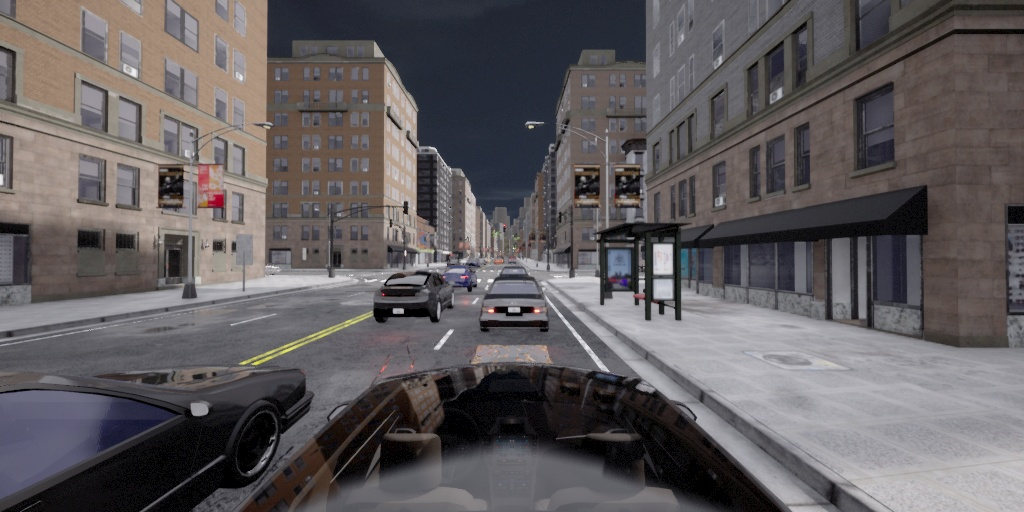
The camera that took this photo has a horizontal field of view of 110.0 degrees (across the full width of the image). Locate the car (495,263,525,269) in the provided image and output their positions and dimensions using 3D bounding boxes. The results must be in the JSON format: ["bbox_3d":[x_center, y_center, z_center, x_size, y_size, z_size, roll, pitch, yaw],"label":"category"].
[{"bbox_3d":[0.104,1.304,20.897,2.033,1.411,5.357,0,0,0],"label":"car"}]

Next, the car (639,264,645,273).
[{"bbox_3d":[17.591,1.384,43.937,4.902,1.511,2.128,0,-1,0],"label":"car"}]

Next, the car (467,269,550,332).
[{"bbox_3d":[0.087,1.300,10.840,2.033,1.411,5.357,0,0,1],"label":"car"}]

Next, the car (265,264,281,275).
[{"bbox_3d":[-24.456,1.148,33.883,4.674,1.442,1.812,0,-1,0],"label":"car"}]

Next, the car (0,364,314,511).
[{"bbox_3d":[-3.151,1.297,1.537,2.033,1.411,5.357,0,0,0],"label":"car"}]

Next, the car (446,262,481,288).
[{"bbox_3d":[-3.139,1.282,21.220,1.812,1.442,4.674,0,0,0],"label":"car"}]

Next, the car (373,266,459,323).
[{"bbox_3d":[-3.131,1.258,12.181,1.837,1.490,4.892,0,0,-1],"label":"car"}]

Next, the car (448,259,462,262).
[{"bbox_3d":[-9.786,1.270,60.046,1.837,1.490,4.892,0,1,0],"label":"car"}]

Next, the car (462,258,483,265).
[{"bbox_3d":[-6.537,1.120,59.897,2.097,1.767,4.553,0,0,0],"label":"car"}]
